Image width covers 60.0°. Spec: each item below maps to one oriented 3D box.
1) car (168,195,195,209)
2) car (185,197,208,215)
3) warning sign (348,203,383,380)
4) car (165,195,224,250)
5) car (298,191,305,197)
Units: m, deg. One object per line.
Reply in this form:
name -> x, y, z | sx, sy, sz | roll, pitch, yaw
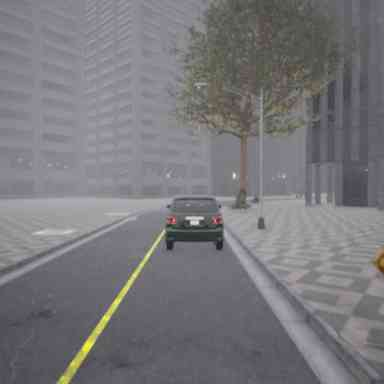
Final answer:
car -> -1.169, 1.180, 39.454 | 1.812, 1.442, 4.674 | 0, 1, 16
car -> 0.510, 1.267, 31.131 | 1.812, 1.442, 4.674 | 0, 1, 5
warning sign -> 2.724, 1.091, 3.861 | 1.300, 1.860, 1.060 | 0, 1, 0
car -> 0.095, 1.122, 14.038 | 2.150, 2.045, 5.566 | 0, 0, 0
car -> 24.319, 0.595, 71.927 | 4.892, 1.490, 1.837 | -1, 1, -28
